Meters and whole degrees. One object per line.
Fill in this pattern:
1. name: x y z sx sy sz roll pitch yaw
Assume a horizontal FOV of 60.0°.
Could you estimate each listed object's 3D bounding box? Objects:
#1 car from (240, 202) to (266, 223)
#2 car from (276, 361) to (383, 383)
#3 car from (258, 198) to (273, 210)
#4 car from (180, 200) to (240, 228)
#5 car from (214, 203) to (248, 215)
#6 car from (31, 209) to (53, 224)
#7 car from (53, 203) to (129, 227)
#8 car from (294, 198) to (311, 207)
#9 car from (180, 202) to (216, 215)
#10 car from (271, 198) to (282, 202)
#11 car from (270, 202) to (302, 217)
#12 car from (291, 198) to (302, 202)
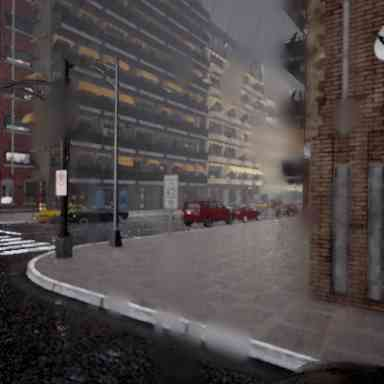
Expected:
1. car: 4.403 1.832 28.700 1.887 1.381 4.507 0 -1 35
2. car: 2.191 1.584 1.314 4.313 1.339 1.947 1 1 35
3. car: 10.418 2.096 51.860 1.752 1.417 4.829 0 -1 35
4. car: 1.158 1.501 24.064 2.192 1.841 5.009 0 -1 35
5. car: 4.670 1.963 39.090 1.895 1.301 4.718 1 0 35
6. car: -9.060 1.488 24.016 1.752 1.417 4.829 0 -1 35
7. car: -6.683 1.607 22.873 1.895 1.301 4.718 1 0 35
8. car: 23.503 2.287 70.566 2.192 1.841 5.009 0 -1 35
9. car: 0.777 1.817 38.077 1.887 1.381 4.507 0 -1 35
10. car: 13.764 1.989 56.644 2.192 1.841 5.009 0 -1 35
11. car: 10.895 2.072 37.981 1.802 1.307 4.206 0 -1 35
12. car: 20.256 2.418 65.923 1.887 1.381 4.507 0 -1 35
